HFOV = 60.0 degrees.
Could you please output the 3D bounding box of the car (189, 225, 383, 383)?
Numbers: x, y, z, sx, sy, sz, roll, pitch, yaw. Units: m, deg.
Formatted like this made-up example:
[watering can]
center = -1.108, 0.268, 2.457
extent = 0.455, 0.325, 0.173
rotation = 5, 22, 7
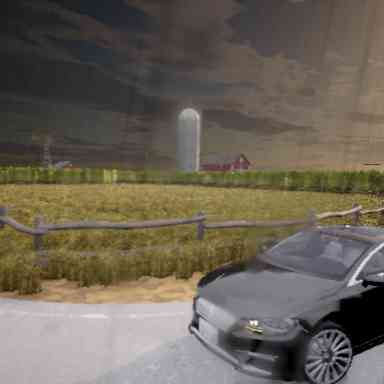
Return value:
[car]
center = 2.294, 1.312, 5.070
extent = 4.902, 1.511, 2.128
rotation = 0, 3, -31
